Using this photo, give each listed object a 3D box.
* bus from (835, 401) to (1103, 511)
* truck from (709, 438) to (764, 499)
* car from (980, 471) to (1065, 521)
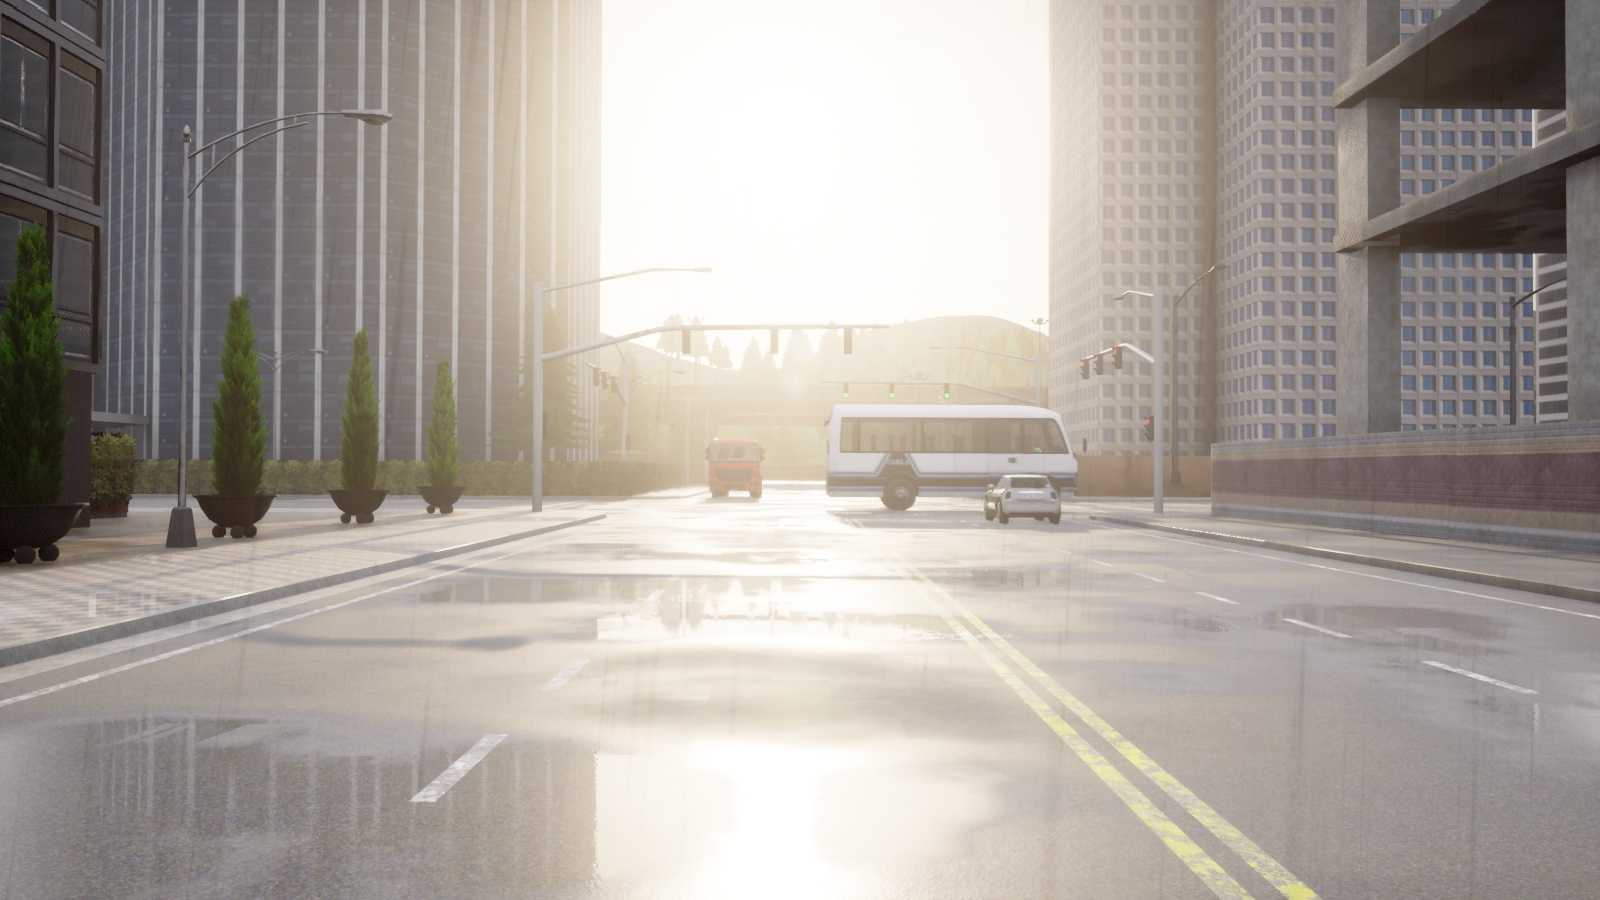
[{"bbox_3d":[6.633,0.263,50.829,10.273,4.253,3.944,0,-1,-1],"label":"bus"},{"bbox_3d":[-3.695,1.100,74.778,2.891,3.462,7.936,0,-1,0],"label":"truck"},{"bbox_3d":[6.900,1.411,39.291,1.970,1.475,3.806,0,-1,0],"label":"car"}]
